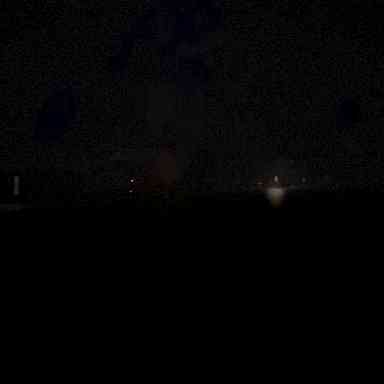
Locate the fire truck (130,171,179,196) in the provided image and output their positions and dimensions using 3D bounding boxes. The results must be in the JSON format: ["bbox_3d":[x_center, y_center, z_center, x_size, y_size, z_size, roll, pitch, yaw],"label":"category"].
[{"bbox_3d":[-5.726,-1.373,51.924,2.891,3.827,8.468,3,4,36],"label":"fire truck"}]
